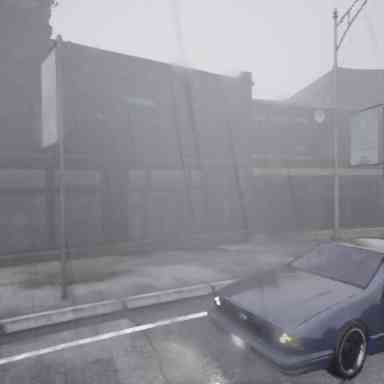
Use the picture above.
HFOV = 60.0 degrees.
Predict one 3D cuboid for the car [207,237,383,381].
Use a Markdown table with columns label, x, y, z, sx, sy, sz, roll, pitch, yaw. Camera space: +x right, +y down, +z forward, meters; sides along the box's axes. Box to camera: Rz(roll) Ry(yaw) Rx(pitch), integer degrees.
| label | x | y | z | sx | sy | sz | roll | pitch | yaw |
| --- | --- | --- | --- | --- | --- | --- | --- | --- | --- |
| car | 2.950 | 1.513 | 5.462 | 5.357 | 1.411 | 2.033 | 0 | 1 | -27 |
